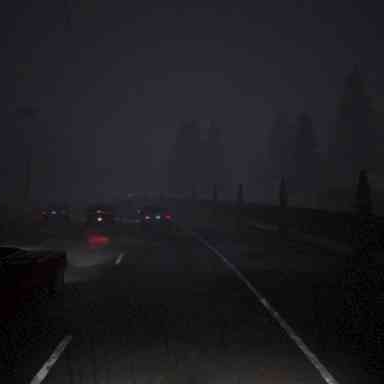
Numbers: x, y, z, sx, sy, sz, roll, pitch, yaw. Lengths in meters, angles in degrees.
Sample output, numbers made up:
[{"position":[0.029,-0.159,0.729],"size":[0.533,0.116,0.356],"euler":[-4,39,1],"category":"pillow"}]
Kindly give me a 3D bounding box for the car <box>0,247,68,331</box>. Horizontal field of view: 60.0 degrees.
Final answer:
[{"position":[-3.749,1.615,5.819],"size":[1.895,1.301,4.718],"euler":[0,0,-4],"category":"car"}]

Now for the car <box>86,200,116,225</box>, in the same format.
[{"position":[-6.683,1.539,24.360],"size":[1.837,1.490,4.892],"euler":[0,0,-14],"category":"car"}]

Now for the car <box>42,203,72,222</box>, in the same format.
[{"position":[-10.987,1.595,27.217],"size":[2.033,1.411,5.357],"euler":[0,0,-16],"category":"car"}]

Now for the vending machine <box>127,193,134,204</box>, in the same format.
[{"position":[-11.818,1.270,64.024],"size":[1.100,2.100,0.880],"euler":[0,0,-34],"category":"vending machine"}]

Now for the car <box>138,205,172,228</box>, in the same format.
[{"position":[-2.575,1.569,22.394],"size":[2.033,1.411,5.357],"euler":[0,0,-12],"category":"car"}]

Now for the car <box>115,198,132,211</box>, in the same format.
[{"position":[-8.905,1.530,41.895],"size":[1.882,1.535,5.008],"euler":[0,0,-23],"category":"car"}]
